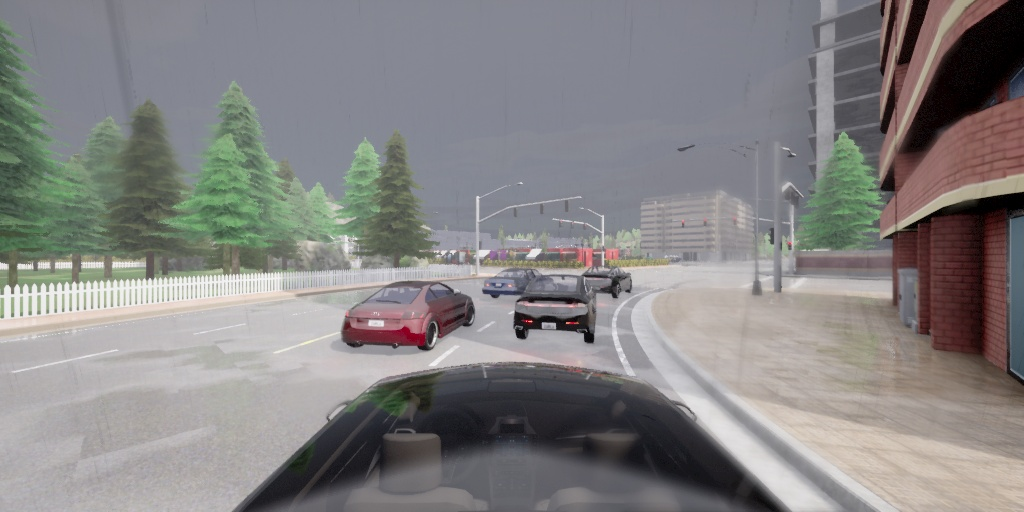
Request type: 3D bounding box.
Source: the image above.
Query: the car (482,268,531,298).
[{"bbox_3d":[0.483,1.297,17.855,2.033,1.411,5.357,0,0,25],"label":"car"}]

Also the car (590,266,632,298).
[{"bbox_3d":[4.856,1.236,18.364,2.128,1.511,4.902,1,1,29],"label":"car"}]

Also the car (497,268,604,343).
[{"bbox_3d":[1.355,1.242,9.807,2.128,1.511,4.902,0,0,14],"label":"car"}]

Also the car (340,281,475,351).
[{"bbox_3d":[-2.356,1.314,9.140,1.994,1.385,4.181,0,0,10],"label":"car"}]
